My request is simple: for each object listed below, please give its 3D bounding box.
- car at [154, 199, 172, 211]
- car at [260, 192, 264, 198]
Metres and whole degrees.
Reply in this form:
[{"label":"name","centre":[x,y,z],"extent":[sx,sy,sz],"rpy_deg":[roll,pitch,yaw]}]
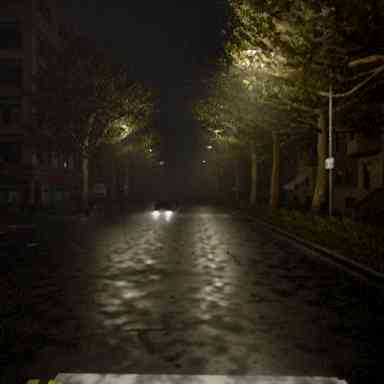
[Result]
[{"label":"car","centre":[-3.455,1.516,40.311],"extent":[1.895,1.301,4.718],"rpy_deg":[0,0,0]},{"label":"car","centre":[18.392,1.066,75.690],"extent":[5.566,2.045,2.150],"rpy_deg":[0,0,0]}]
